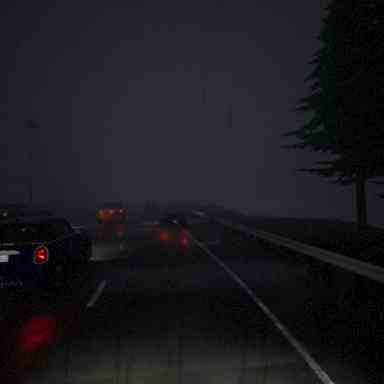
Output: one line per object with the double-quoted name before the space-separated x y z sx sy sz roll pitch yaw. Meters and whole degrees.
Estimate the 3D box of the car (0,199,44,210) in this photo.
"car" -13.379 1.644 25.491 2.097 1.767 4.553 0 -1 -8

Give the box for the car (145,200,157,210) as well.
"car" -6.717 2.062 53.741 1.812 1.442 4.674 0 -1 -8

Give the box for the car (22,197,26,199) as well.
"car" -38.993 2.440 80.977 1.895 1.301 4.718 0 -1 -8

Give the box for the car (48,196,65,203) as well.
"car" -31.638 2.069 78.959 2.150 2.045 5.566 0 -1 -8

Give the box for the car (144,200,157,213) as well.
"car" -5.197 1.990 42.834 1.994 1.385 4.181 0 -1 -8

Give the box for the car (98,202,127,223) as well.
"car" -6.779 1.652 28.843 2.097 1.767 4.553 0 -1 -8

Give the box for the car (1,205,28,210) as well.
"car" -9.004 1.724 19.417 1.837 1.490 4.892 0 -1 -8

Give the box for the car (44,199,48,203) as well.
"car" -35.586 2.420 81.880 1.895 1.301 4.718 0 -1 -8

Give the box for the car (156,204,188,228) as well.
"car" -1.409 1.760 23.955 1.812 1.442 4.674 0 -1 -8

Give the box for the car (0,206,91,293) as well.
"car" -4.237 1.456 9.199 2.097 1.767 4.553 0 -1 -5

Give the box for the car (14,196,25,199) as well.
"car" -42.687 2.117 82.096 2.150 2.045 5.566 0 -1 -8
